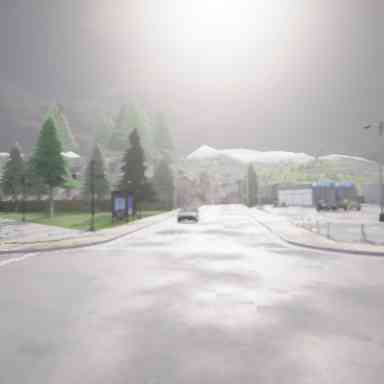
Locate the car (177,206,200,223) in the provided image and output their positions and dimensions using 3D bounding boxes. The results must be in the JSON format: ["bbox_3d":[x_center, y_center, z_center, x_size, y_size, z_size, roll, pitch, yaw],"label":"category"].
[{"bbox_3d":[-0.225,2.069,31.236,2.033,1.411,5.357,-1,-1,6],"label":"car"}]

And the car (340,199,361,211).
[{"bbox_3d":[22.316,1.839,47.715,2.152,1.636,5.027,-1,-1,6],"label":"car"}]

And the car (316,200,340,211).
[{"bbox_3d":[19.192,1.892,47.997,2.007,1.523,4.514,-1,-1,6],"label":"car"}]
